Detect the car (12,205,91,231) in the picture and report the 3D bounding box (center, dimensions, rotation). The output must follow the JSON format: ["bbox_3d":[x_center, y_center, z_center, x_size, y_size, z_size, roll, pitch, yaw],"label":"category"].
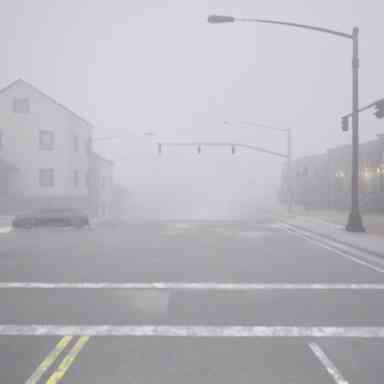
[{"bbox_3d":[-8.049,1.441,19.348,4.181,1.385,1.994,0,1,-15],"label":"car"}]
